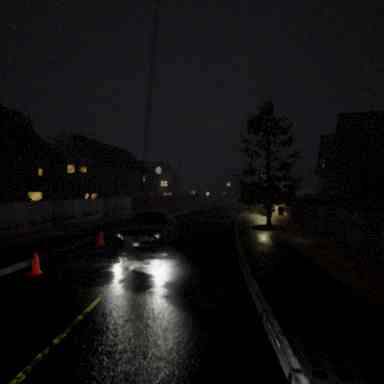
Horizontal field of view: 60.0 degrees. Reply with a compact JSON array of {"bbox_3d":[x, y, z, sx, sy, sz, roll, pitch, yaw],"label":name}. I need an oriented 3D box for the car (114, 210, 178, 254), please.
[{"bbox_3d":[-1.683,1.516,13.661,1.812,1.442,4.674,0,0,6],"label":"car"}]

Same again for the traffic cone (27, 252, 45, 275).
[{"bbox_3d":[-4.296,1.945,9.143,0.340,0.580,0.340,0,0,4],"label":"traffic cone"}]

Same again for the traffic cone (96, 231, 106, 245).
[{"bbox_3d":[-3.877,1.943,14.205,0.340,0.580,0.340,0,0,6],"label":"traffic cone"}]
